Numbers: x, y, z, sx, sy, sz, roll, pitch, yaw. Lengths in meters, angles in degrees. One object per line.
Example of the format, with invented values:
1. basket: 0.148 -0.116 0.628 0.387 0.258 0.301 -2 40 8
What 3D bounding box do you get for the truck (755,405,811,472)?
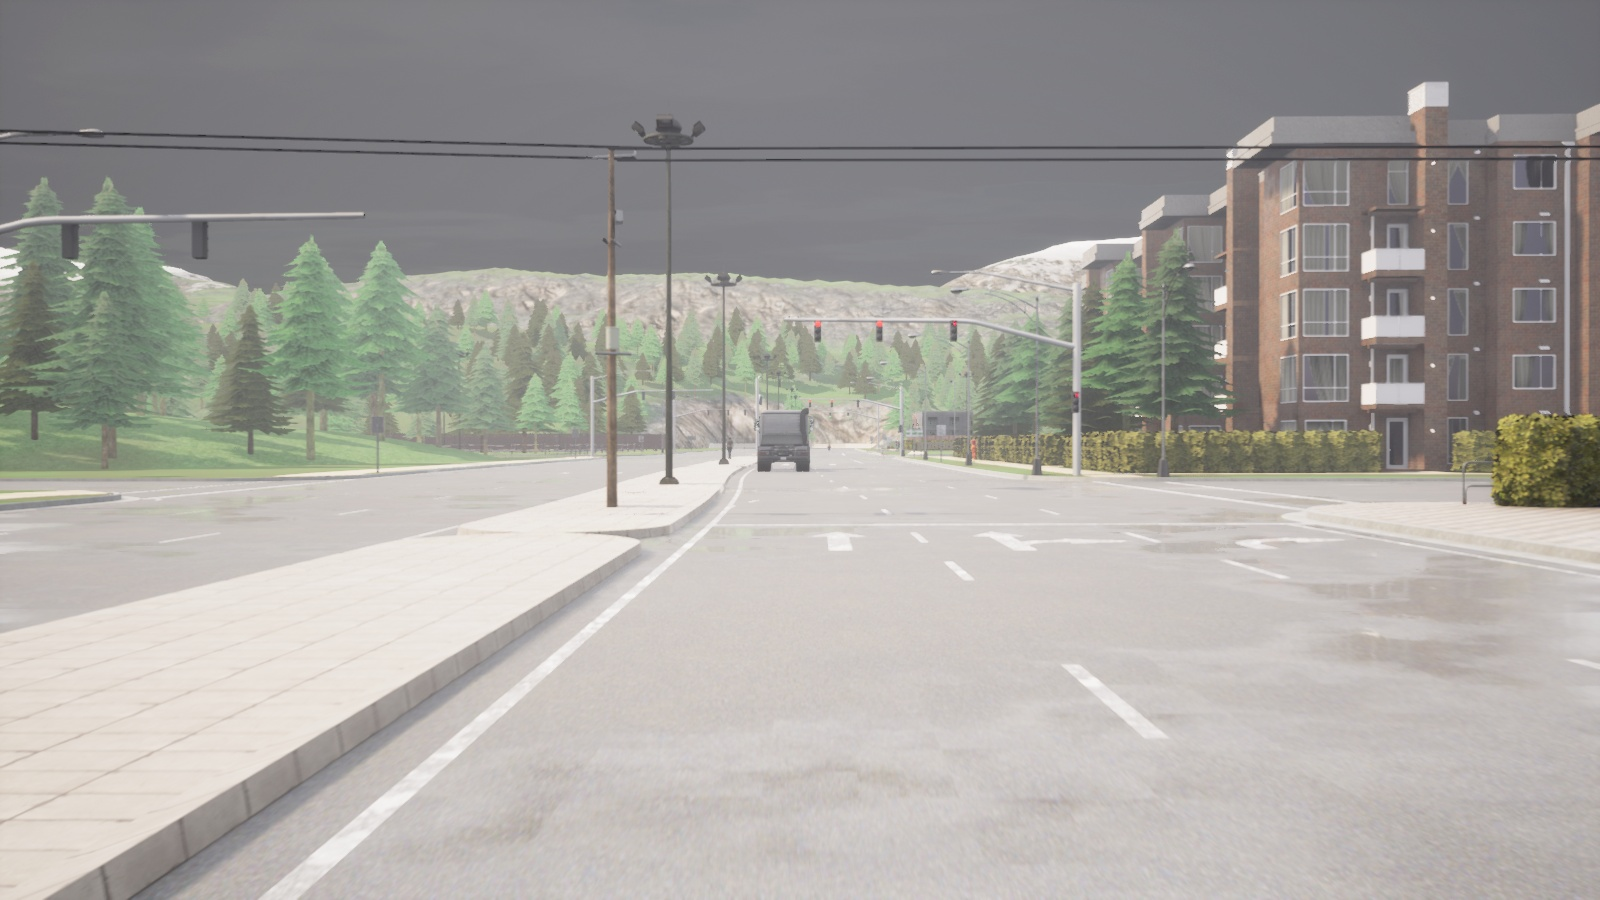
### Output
1. truck: -0.876 -0.623 68.689 2.891 3.462 7.936 0 0 0
